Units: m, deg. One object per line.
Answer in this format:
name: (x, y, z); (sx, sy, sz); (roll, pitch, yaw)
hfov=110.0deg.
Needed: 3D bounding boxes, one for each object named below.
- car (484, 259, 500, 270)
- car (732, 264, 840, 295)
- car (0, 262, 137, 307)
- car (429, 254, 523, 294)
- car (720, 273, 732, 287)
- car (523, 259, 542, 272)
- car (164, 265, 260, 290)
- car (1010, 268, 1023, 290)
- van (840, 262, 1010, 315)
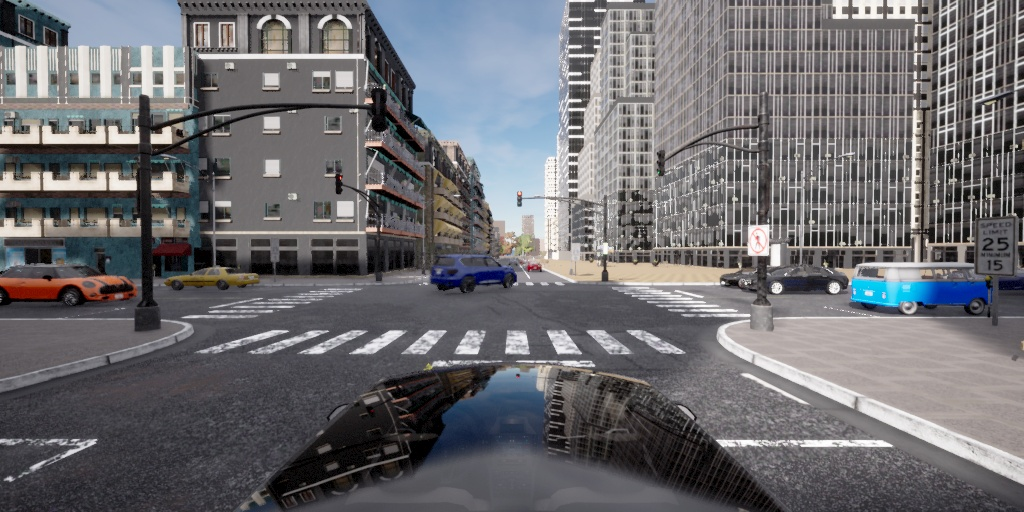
car: (-2.935, 1.237, 54.211); (2.128, 1.511, 4.902); (0, 0, 0)
car: (14.641, 1.194, 18.718); (4.892, 1.490, 1.837); (0, 1, 0)
car: (-19.302, 1.165, 15.560); (4.553, 1.767, 2.097); (0, 1, 0)
car: (-2.089, 0.928, 20.471); (2.150, 2.045, 5.566); (2, 2, 40)
car: (14.732, 1.216, 21.319); (4.313, 1.339, 1.948); (0, 0, 0)
car: (2.783, 1.290, 45.091); (1.888, 1.381, 4.507); (0, 0, 0)
car: (-17.826, 1.247, 21.362); (4.829, 1.417, 1.751); (0, 0, 0)
car: (24.714, 1.196, 18.703); (4.674, 1.442, 1.812); (0, 1, 0)
van: (14.721, 1.117, 12.939); (3.998, 1.789, 1.690); (0, 0, 0)
